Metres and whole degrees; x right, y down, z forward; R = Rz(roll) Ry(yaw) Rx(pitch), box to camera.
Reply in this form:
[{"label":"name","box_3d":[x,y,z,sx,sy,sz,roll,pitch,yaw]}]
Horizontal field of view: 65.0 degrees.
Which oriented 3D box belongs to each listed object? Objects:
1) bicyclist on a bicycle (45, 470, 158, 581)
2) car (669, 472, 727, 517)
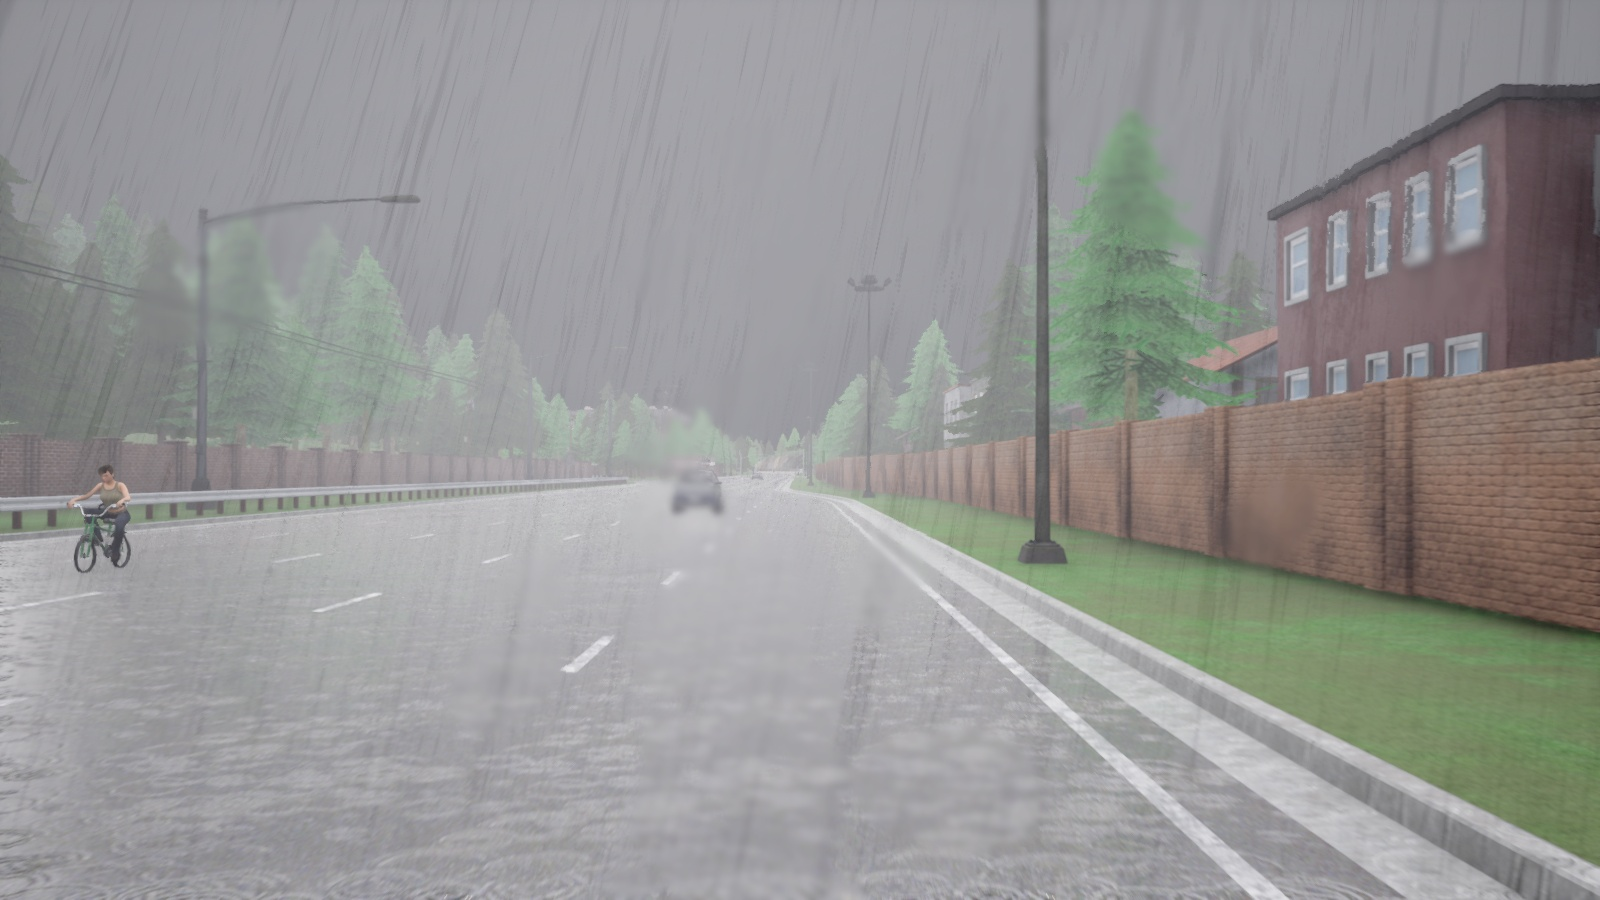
[{"label":"bicyclist on a bicycle","box_3d":[-10.542,1.112,19.022,0.866,1.612,1.509,0,-1,0]},{"label":"car","box_3d":[-3.610,1.559,44.871,1.789,1.549,3.705,0,-1,0]}]
